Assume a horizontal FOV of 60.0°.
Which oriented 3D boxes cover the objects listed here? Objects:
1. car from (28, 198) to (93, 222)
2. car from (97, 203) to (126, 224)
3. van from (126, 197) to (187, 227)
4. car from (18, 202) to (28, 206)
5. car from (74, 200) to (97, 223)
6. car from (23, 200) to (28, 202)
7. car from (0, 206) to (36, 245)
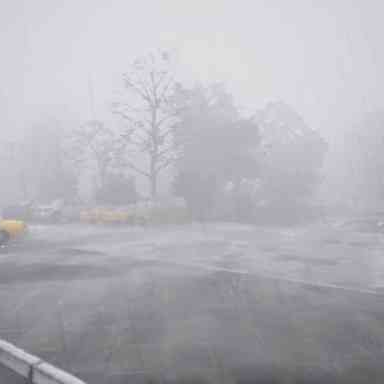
[{"bbox_3d":[-11.352,1.556,30.240,2.435,2.045,5.566,-2,-1,35],"label":"car"},{"bbox_3d":[-4.355,1.635,25.618,1.946,1.575,5.366,-1,-1,35],"label":"car"},{"bbox_3d":[-2.240,1.369,23.774,1.878,1.987,4.442,-1,-1,35],"label":"van"},{"bbox_3d":[-13.630,1.883,31.841,2.231,1.521,4.892,-2,-1,35],"label":"car"},{"bbox_3d":[-6.537,1.682,27.141,1.946,1.575,5.366,-1,-1,35],"label":"car"},{"bbox_3d":[-15.844,1.706,33.344,2.435,2.045,5.566,-2,-1,35],"label":"car"},{"bbox_3d":[-9.828,1.577,14.026,1.946,1.575,5.366,-1,-1,35],"label":"car"}]
